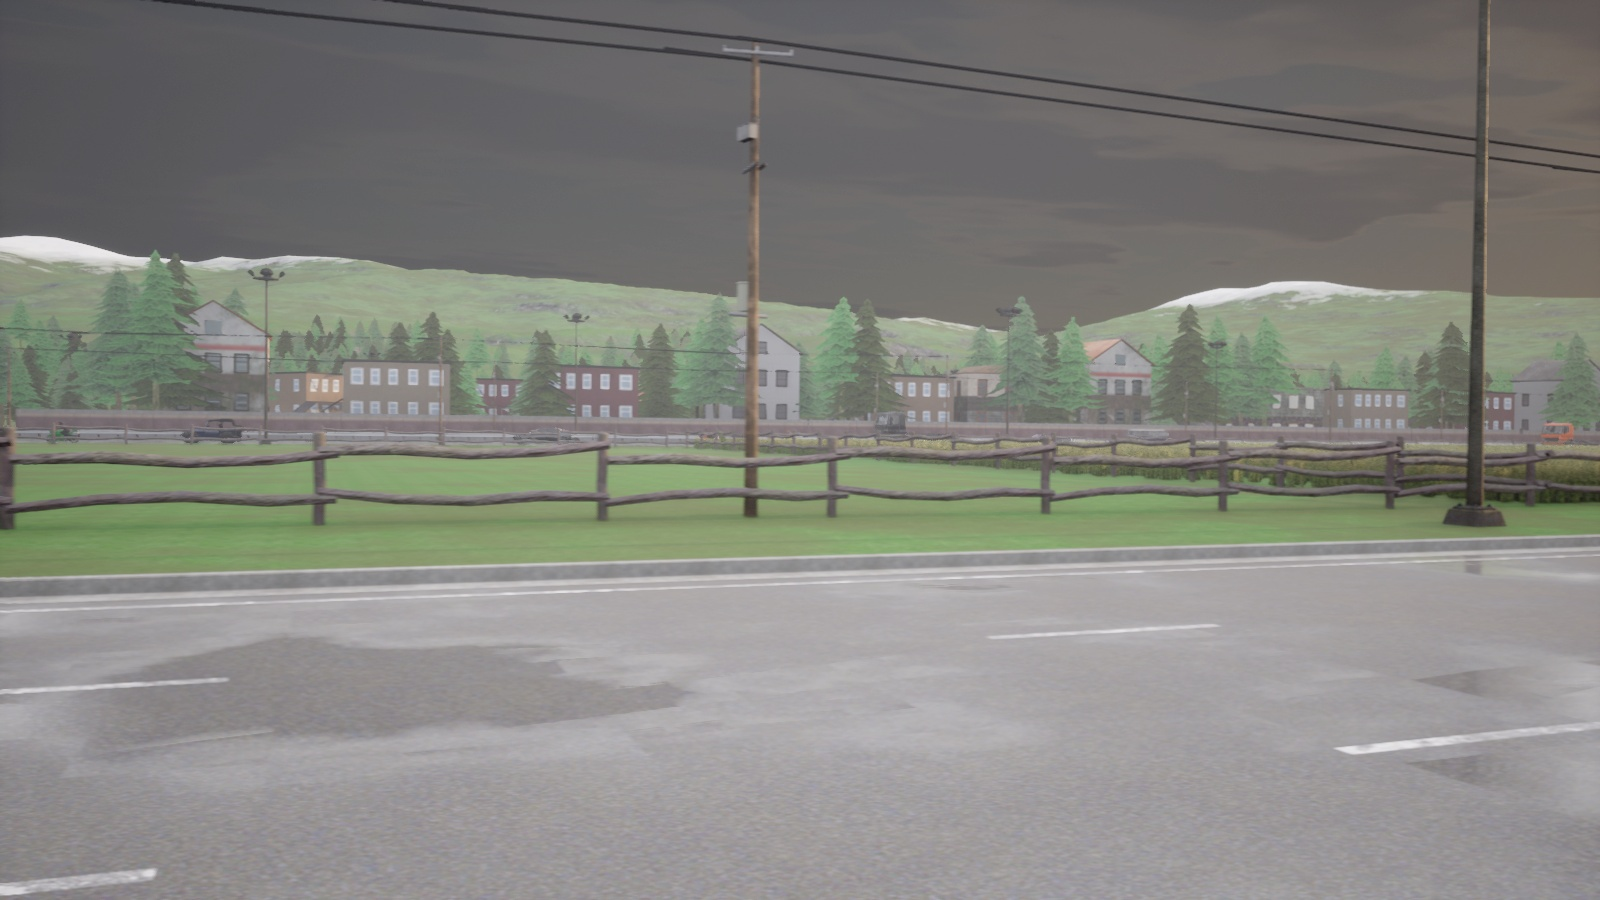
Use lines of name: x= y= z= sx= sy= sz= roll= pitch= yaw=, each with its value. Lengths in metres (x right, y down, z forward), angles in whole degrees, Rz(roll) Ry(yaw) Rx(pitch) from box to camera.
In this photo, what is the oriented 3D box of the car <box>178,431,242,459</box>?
car: x=-41.032 y=-0.387 z=87.480 sx=3.866 sy=1.878 sz=1.905 roll=-1 pitch=1 yaw=-21
